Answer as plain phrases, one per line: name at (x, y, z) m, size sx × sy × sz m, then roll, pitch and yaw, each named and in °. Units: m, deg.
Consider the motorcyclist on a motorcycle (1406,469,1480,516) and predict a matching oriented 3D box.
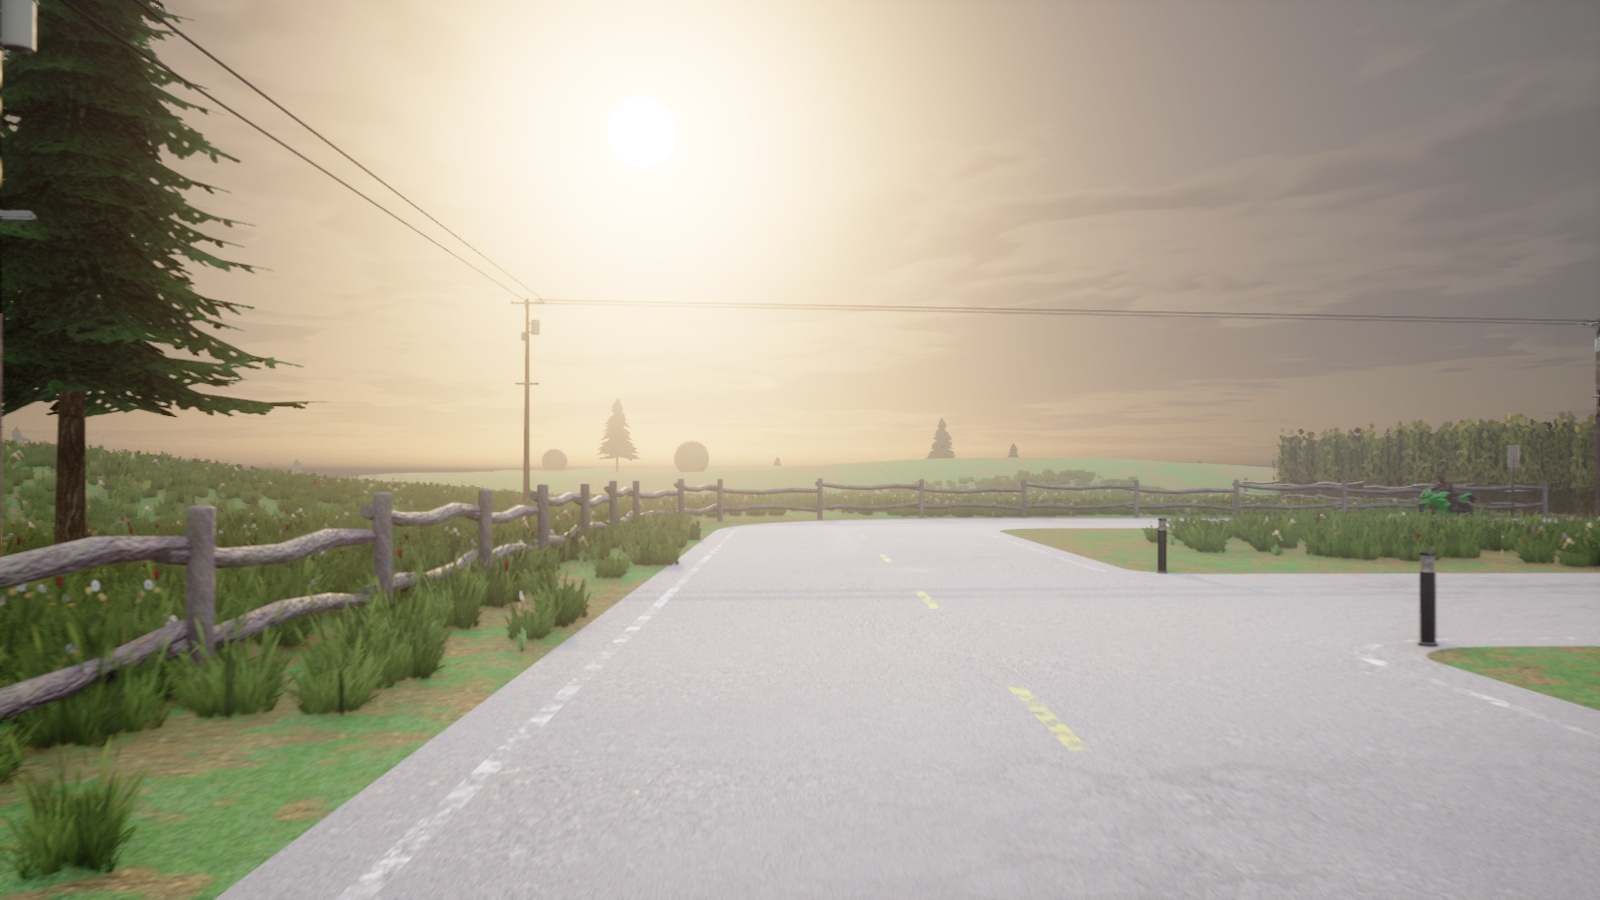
motorcyclist on a motorcycle at (21.418, 1.411, 41.848) m, size 2.044 × 1.523 × 0.797 m, roll 0°, pitch -1°, yaw -6°
